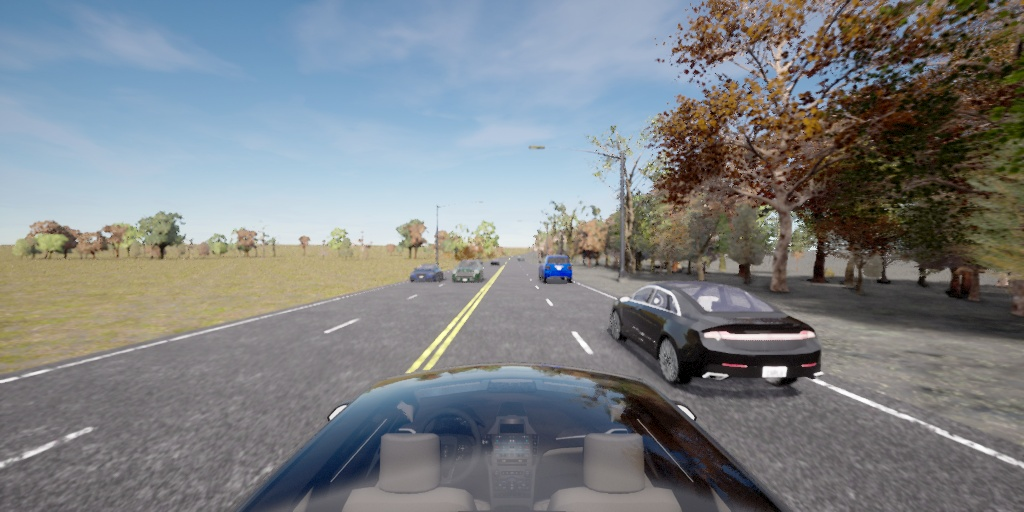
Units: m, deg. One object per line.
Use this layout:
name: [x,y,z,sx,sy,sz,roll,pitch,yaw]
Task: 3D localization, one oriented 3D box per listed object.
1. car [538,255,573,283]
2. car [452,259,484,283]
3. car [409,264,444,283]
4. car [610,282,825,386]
car: [3.349,0.963,28.254,2.150,2.045,5.566,1,1,0]
car: [-3.356,1.117,27.864,2.097,1.767,4.553,0,0,0]
car: [-6.605,1.329,28.094,1.994,1.385,4.181,0,0,0]
car: [3.335,1.243,6.974,2.128,1.511,4.902,0,0,0]
